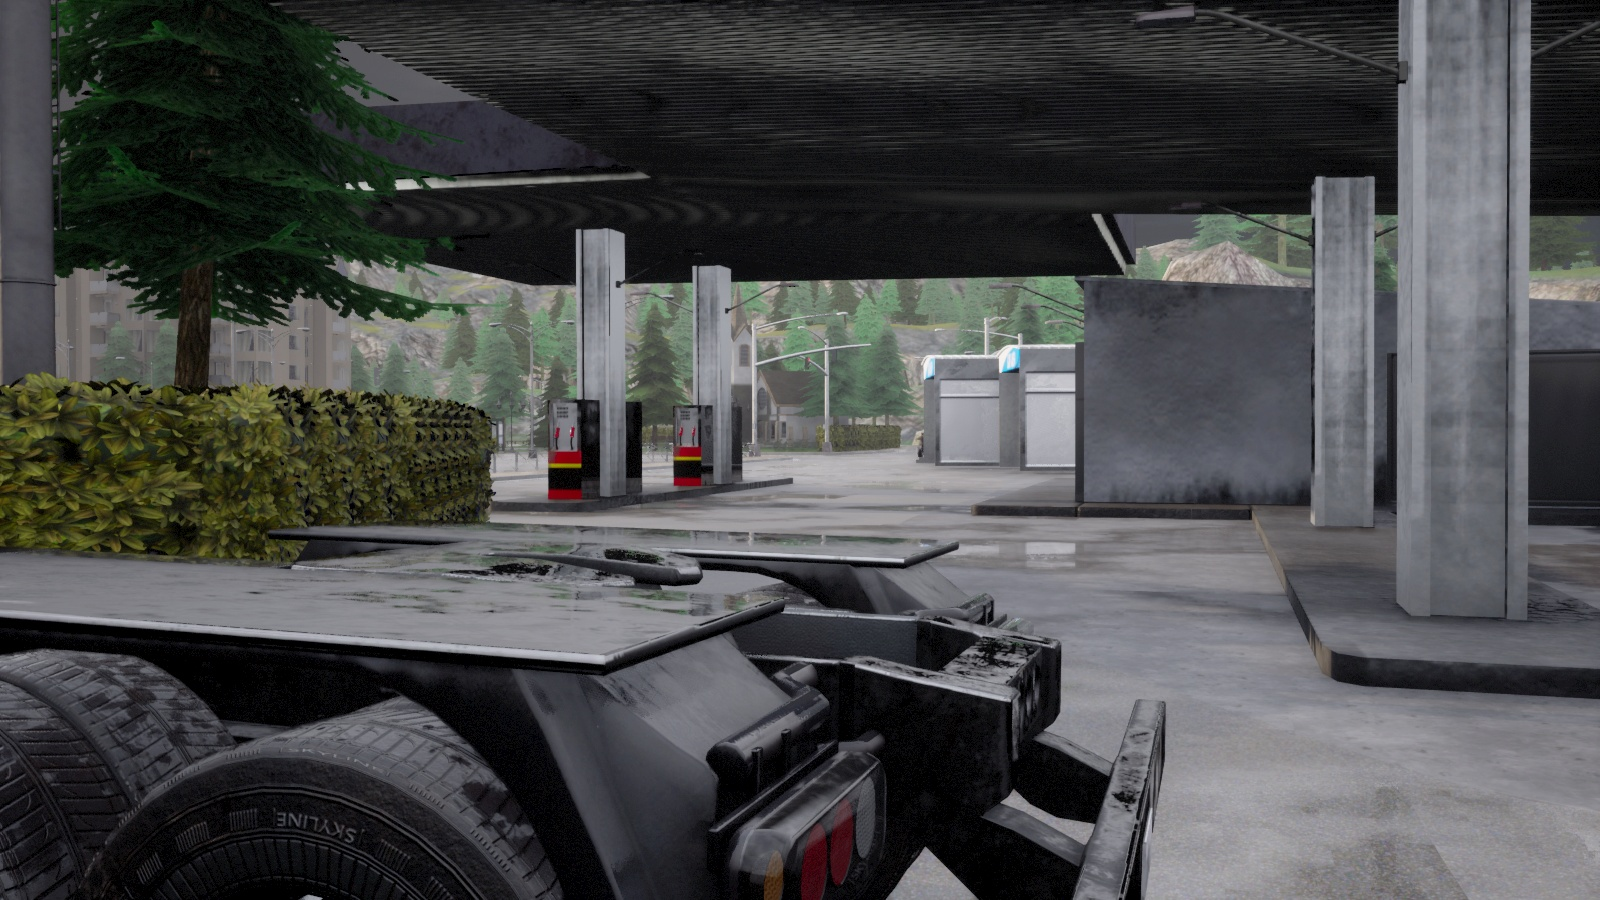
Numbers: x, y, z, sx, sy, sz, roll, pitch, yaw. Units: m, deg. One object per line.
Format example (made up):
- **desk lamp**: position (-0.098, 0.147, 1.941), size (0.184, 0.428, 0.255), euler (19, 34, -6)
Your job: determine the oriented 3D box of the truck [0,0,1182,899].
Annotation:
- **truck**: position (-2.955, -0.168, 4.152), size (7.936, 3.462, 2.891), euler (1, 0, 18)
